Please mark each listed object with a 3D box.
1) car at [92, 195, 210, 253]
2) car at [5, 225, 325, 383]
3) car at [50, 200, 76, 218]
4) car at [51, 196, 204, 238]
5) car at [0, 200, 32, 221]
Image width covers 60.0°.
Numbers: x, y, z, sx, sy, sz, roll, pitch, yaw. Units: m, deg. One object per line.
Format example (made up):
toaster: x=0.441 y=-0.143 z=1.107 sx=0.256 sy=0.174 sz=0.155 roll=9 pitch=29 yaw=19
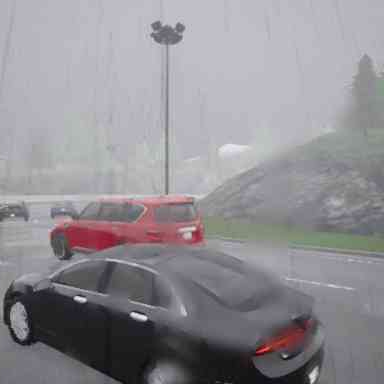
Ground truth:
car: x=-2.035 y=1.174 z=14.747 sx=5.566 sy=2.045 sz=2.150 roll=0 pitch=0 yaw=43
car: x=-0.774 y=1.490 z=4.637 sx=4.892 sy=1.490 sz=1.837 roll=0 pitch=0 yaw=37
car: x=-11.391 y=1.443 z=29.511 sx=1.994 sy=1.385 sz=4.181 roll=0 pitch=0 yaw=-20
car: x=-2.158 y=1.188 z=10.206 sx=5.566 sy=2.045 sz=2.150 roll=0 pitch=0 yaw=40
car: x=-13.678 y=1.386 z=25.808 sx=1.837 sy=1.490 sz=4.892 roll=0 pitch=0 yaw=-24
